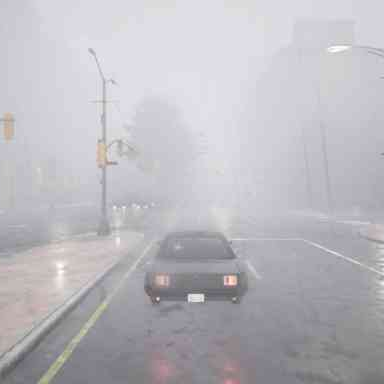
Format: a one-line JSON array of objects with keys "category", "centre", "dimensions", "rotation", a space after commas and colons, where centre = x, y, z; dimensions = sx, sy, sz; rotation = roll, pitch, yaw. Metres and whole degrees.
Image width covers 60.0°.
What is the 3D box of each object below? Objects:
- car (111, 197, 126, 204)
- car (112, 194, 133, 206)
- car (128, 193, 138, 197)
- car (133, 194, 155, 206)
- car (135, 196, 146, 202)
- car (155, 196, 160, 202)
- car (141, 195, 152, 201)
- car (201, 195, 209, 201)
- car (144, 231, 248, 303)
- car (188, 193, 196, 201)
[{"category": "car", "centre": [-14.740, 1.595, 66.810], "dimensions": [1.895, 1.301, 4.718], "rotation": [0, 0, 0]}, {"category": "car", "centre": [-11.580, 1.525, 55.103], "dimensions": [1.812, 1.442, 4.674], "rotation": [0, 0, 0]}, {"category": "car", "centre": [-11.528, 1.221, 64.515], "dimensions": [2.150, 2.045, 5.566], "rotation": [0, 0, 1]}, {"category": "car", "centre": [-8.080, 1.547, 56.501], "dimensions": [2.033, 1.411, 5.357], "rotation": [0, 0, 0]}, {"category": "car", "centre": [-11.489, 1.552, 74.399], "dimensions": [1.994, 1.385, 4.181], "rotation": [0, 0, 0]}, {"category": "car", "centre": [-8.020, 1.564, 65.737], "dimensions": [1.994, 1.385, 4.181], "rotation": [0, 0, 1]}, {"category": "car", "centre": [-11.487, 1.525, 84.632], "dimensions": [2.128, 1.511, 4.902], "rotation": [0, 0, 0]}, {"category": "car", "centre": [3.513, 1.595, 86.971], "dimensions": [1.895, 1.301, 4.718], "rotation": [0, 0, 0]}, {"category": "car", "centre": [0.076, 1.601, 8.154], "dimensions": [1.895, 1.301, 4.718], "rotation": [0, 0, 0]}, {"category": "car", "centre": [0.013, 1.540, 85.794], "dimensions": [2.033, 1.411, 5.357], "rotation": [0, 0, 0]}]
